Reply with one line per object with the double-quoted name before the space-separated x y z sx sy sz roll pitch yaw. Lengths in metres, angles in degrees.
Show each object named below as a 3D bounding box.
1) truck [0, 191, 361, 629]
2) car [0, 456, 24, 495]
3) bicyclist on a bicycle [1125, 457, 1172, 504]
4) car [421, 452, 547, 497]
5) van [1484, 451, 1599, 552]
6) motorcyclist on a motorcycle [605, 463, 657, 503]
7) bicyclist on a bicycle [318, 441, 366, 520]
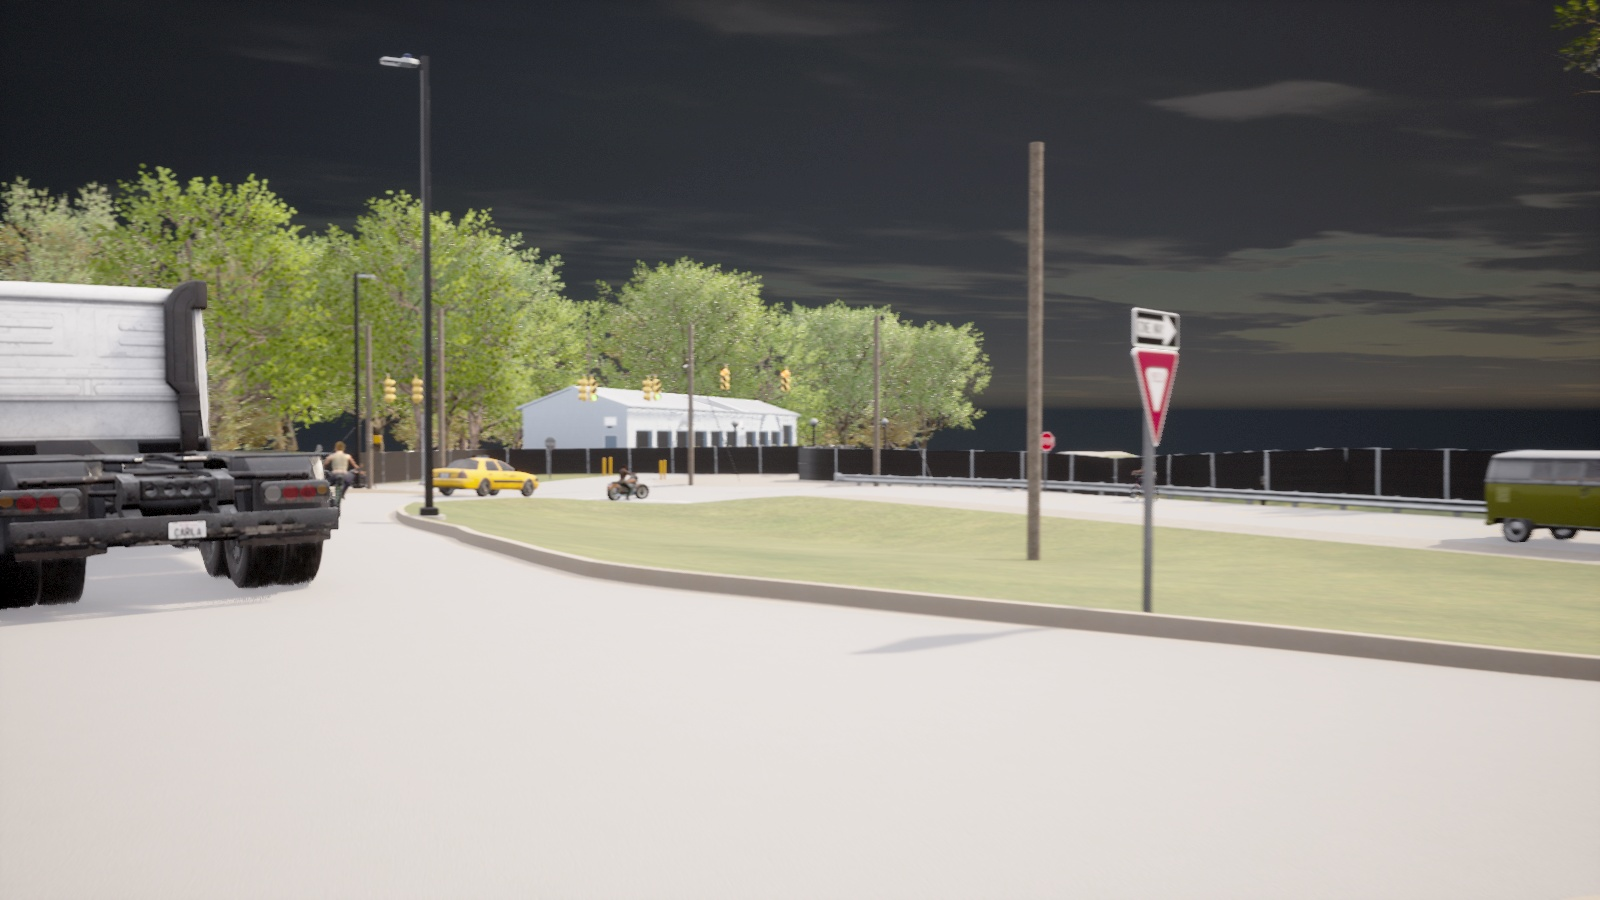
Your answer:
"truck" -7.622 -0.388 13.917 2.891 3.462 7.936 -1 2 -37
"car" -40.918 1.274 62.377 3.866 1.878 1.905 0 2 -26
"bicyclist on a bicycle" 12.414 1.085 44.767 0.866 1.612 1.509 -1 1 -24
"car" -11.850 0.962 47.480 1.801 1.575 5.366 1 -2 21
"van" 16.647 1.038 25.760 1.775 1.987 4.442 -1 1 -22
"motorcyclist on a motorcycle" -7.367 1.422 54.901 0.766 1.649 2.350 2 1 39
"bicyclist on a bicycle" -9.692 0.630 26.548 0.866 1.612 1.509 1 -1 -22
